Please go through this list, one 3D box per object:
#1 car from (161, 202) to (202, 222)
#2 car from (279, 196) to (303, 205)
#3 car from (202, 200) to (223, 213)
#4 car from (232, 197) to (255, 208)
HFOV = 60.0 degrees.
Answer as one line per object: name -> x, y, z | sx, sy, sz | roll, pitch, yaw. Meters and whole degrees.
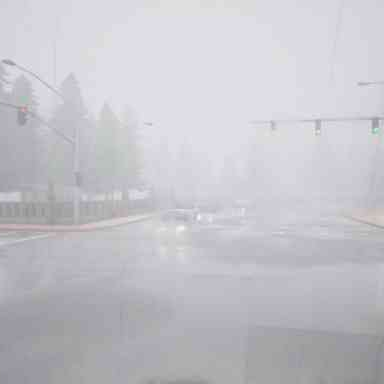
car -> -0.847, 1.559, 25.900 | 1.895, 1.301, 4.718 | 0, 0, 14
car -> 16.731, 1.381, 56.227 | 5.008, 1.535, 1.882 | 0, 0, -37
car -> 1.920, 1.506, 35.472 | 1.994, 1.385, 4.181 | 0, 0, 19
car -> 7.273, 1.449, 46.287 | 1.812, 1.442, 4.674 | 0, 0, 35
